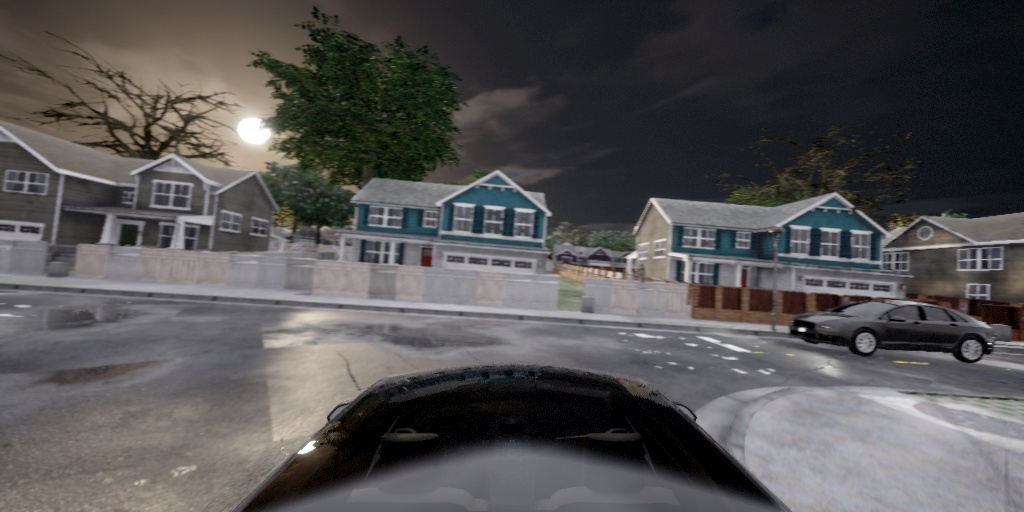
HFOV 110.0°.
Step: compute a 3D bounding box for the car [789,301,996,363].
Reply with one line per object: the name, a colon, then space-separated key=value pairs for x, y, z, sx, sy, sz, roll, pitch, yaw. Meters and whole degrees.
car: x=10.838 y=2.049 z=10.417 sx=4.892 sy=1.490 sz=1.837 roll=4 pitch=-3 yaw=-1
